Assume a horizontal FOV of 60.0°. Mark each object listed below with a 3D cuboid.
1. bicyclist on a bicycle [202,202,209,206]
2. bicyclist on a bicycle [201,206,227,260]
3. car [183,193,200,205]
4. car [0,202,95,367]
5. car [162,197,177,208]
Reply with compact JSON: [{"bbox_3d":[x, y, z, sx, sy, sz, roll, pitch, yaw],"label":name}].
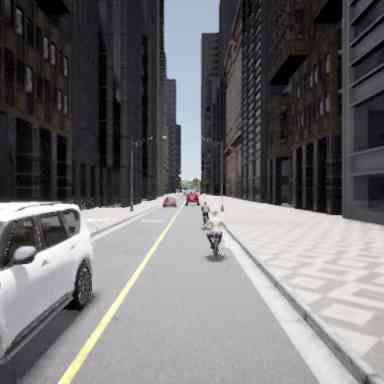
[{"bbox_3d":[0.818,1.417,19.964,0.582,1.620,1.656,0,0,0],"label":"bicyclist on a bicycle"},{"bbox_3d":[0.795,1.416,11.307,0.866,1.612,1.509,0,0,0],"label":"bicyclist on a bicycle"},{"bbox_3d":[0.073,1.113,55.471,2.150,2.045,5.566,0,0,0],"label":"car"},{"bbox_3d":[-3.105,1.212,4.805,2.150,2.045,5.566,0,0,0],"label":"car"},{"bbox_3d":[-3.103,1.437,46.856,1.812,1.442,4.674,0,0,0],"label":"car"}]
